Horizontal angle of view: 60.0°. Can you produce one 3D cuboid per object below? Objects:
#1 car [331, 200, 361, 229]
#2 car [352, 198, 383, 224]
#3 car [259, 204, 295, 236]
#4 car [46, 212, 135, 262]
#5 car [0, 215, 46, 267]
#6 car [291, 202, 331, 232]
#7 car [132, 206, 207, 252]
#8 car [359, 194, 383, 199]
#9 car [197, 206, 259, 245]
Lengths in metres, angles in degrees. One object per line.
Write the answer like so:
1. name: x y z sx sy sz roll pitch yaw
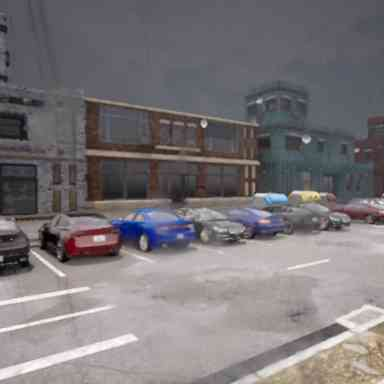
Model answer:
1. car: 7.123 1.396 20.275 2.231 1.521 4.892 0 0 -35
2. car: 11.659 1.414 23.483 2.002 1.452 4.674 0 0 -35
3. car: 2.595 1.460 17.050 2.002 1.452 4.674 0 0 -35
4. car: -4.223 1.492 12.250 2.163 1.488 4.792 0 0 -35
5. car: -6.468 1.481 10.613 2.231 1.521 4.892 0 0 -35
6. car: 4.843 1.436 18.684 2.163 1.488 4.792 0 0 -35
7. car: -1.834 1.447 13.903 2.097 1.535 5.008 0 0 -35
8. car: 13.979 1.240 25.172 2.185 1.767 4.553 0 0 -35
9. car: 0.426 1.433 15.521 2.231 1.521 4.892 0 0 -35
